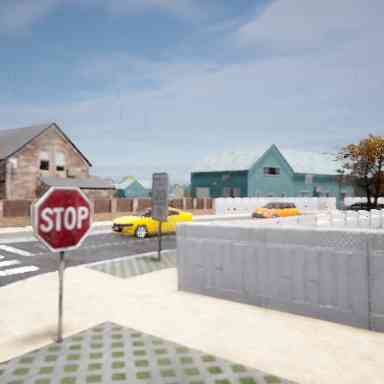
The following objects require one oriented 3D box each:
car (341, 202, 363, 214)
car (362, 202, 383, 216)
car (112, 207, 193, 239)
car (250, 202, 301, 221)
[{"bbox_3d":[17.692,1.847,34.783,4.892,1.490,1.837,1,1,-32],"label":"car"},{"bbox_3d":[19.007,1.924,32.127,4.892,1.490,1.837,0,1,-32],"label":"car"},{"bbox_3d":[-2.098,1.604,18.680,1.882,1.535,5.008,2,1,45],"label":"car"},{"bbox_3d":[6.775,1.598,26.907,4.553,1.767,2.097,1,1,-39],"label":"car"}]
